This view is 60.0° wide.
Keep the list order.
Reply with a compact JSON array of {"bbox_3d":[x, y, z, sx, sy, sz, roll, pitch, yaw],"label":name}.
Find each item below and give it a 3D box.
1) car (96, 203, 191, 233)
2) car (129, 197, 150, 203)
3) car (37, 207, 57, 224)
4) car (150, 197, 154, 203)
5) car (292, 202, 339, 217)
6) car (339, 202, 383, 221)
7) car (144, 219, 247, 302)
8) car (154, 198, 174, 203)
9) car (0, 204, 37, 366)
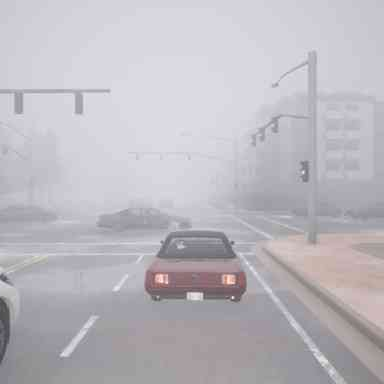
[{"bbox_3d":[-2.667,1.548,19.142,5.357,1.411,2.033,0,0,-1],"label":"car"},{"bbox_3d":[-7.084,1.477,43.450,1.882,1.535,5.008,0,0,0],"label":"car"},{"bbox_3d":[-11.974,1.564,23.999,4.181,1.385,1.994,0,0,-19],"label":"car"},{"bbox_3d":[-7.083,1.491,53.355,2.128,1.511,4.902,0,0,0],"label":"car"},{"bbox_3d":[11.356,1.564,30.300,4.181,1.385,1.994,0,0,-2],"label":"car"},{"bbox_3d":[15.283,1.547,27.011,5.357,1.411,2.033,0,0,-3],"label":"car"},{"bbox_3d":[0.132,1.601,8.246,1.895,1.301,4.718,0,0,2],"label":"car"},{"bbox_3d":[-3.389,1.491,44.326,2.128,1.511,4.902,0,0,0],"label":"car"},{"bbox_3d":[-3.455,1.221,2.189,2.150,2.045,5.566,0,0,1],"label":"car"}]
